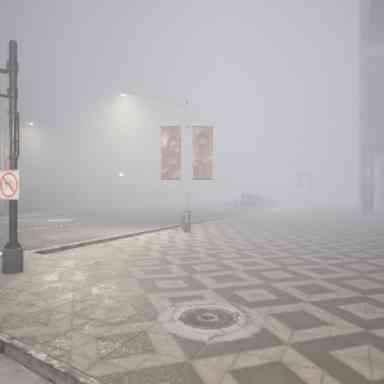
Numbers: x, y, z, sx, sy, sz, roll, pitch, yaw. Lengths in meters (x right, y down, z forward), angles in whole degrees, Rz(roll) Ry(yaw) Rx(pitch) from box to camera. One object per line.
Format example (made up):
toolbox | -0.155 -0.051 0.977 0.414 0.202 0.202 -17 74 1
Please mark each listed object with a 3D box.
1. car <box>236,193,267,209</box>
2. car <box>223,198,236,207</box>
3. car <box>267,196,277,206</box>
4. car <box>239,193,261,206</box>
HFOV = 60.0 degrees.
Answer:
car | 8.272 1.188 45.791 2.150 2.045 5.566 0 0 27
car | 6.222 1.569 49.009 1.895 1.301 4.718 0 0 27
car | 12.793 1.447 55.117 2.128 1.511 4.902 0 0 26
car | 9.886 1.182 56.572 2.150 2.045 5.566 0 0 26
